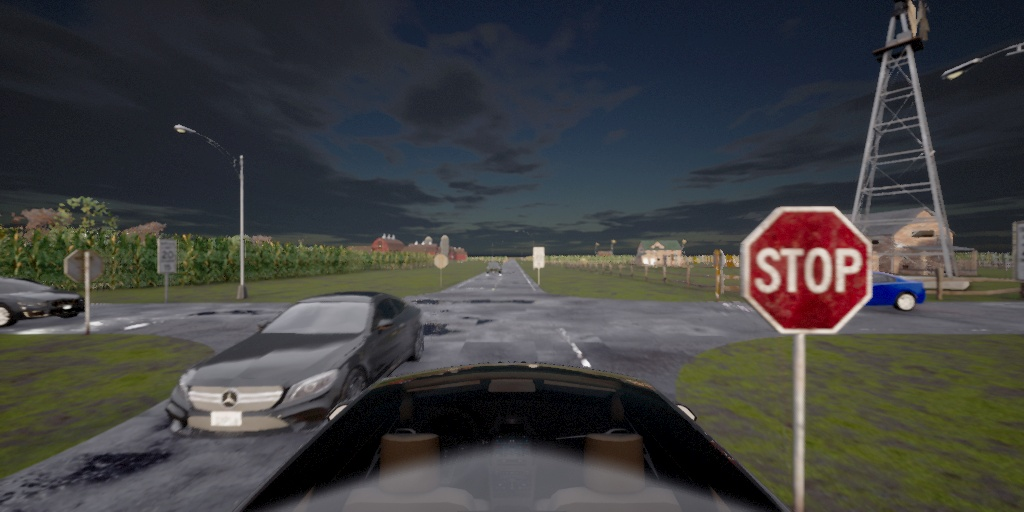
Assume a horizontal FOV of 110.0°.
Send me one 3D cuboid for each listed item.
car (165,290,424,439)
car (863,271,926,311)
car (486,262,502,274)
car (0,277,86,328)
[{"bbox_3d":[-2.724,1.327,5.766,1.812,1.442,4.674,0,-1,0],"label":"car"},{"bbox_3d":[13.142,1.286,14.188,5.008,1.535,1.882,0,0,1],"label":"car"},{"bbox_3d":[-2.508,1.615,50.407,2.097,1.767,4.553,0,-1,0],"label":"car"},{"bbox_3d":[-17.173,1.464,11.916,4.892,1.490,1.837,0,0,1],"label":"car"}]
